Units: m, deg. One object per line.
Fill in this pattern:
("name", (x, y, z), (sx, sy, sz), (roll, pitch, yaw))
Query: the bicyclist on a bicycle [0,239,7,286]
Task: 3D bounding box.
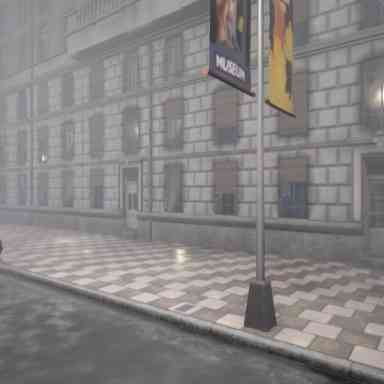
("bicyclist on a bicycle", (-4.514, 1.427, 7.200), (0.582, 1.620, 1.656), (1, 0, 3))
